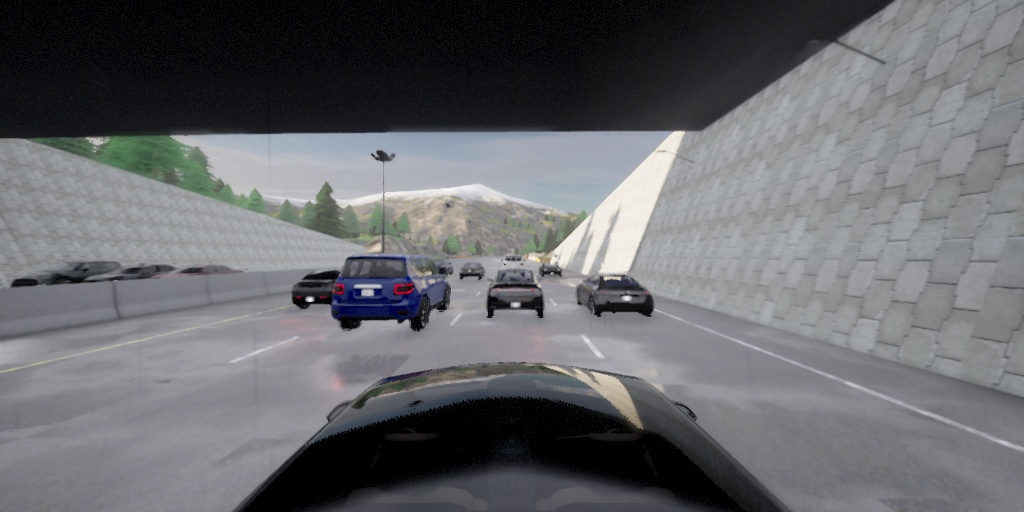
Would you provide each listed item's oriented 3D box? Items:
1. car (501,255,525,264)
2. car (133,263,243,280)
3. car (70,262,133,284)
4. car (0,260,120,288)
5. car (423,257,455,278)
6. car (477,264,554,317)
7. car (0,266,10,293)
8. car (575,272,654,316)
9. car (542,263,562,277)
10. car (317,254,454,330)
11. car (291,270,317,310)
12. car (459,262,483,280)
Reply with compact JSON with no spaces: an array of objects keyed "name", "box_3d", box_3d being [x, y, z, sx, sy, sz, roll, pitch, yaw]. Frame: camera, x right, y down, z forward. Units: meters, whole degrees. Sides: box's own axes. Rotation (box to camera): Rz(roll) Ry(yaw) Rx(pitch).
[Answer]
[{"name":"car","box_3d":[0.125,0.905,35.102,2.150,2.045,5.566,0,0,0]},{"name":"car","box_3d":[-17.585,1.191,20.128,1.882,1.535,5.008,0,0,0]},{"name":"car","box_3d":[-21.085,1.217,20.409,1.837,1.490,4.892,0,0,0]},{"name":"car","box_3d":[-24.584,1.065,20.287,2.097,1.767,4.553,0,0,0]},{"name":"car","box_3d":[-6.876,1.037,34.047,2.097,1.767,4.553,0,0,0]},{"name":"car","box_3d":[0.107,1.219,12.954,2.128,1.511,4.902,0,0,0]},{"name":"car","box_3d":[-28.088,1.245,17.059,1.812,1.442,4.674,0,0,0]},{"name":"car","box_3d":[3.607,1.291,13.250,1.994,1.385,4.181,0,0,0]},{"name":"car","box_3d":[3.625,1.285,34.576,1.895,1.301,4.718,0,0,0]},{"name":"car","box_3d":[-3.395,0.953,11.121,2.150,2.045,5.566,0,0,0]},{"name":"car","box_3d":[-6.892,1.229,14.657,1.837,1.490,4.892,0,0,0]},{"name":"car","box_3d":[-3.378,1.239,30.961,2.033,1.411,5.357,0,0,0]}]
